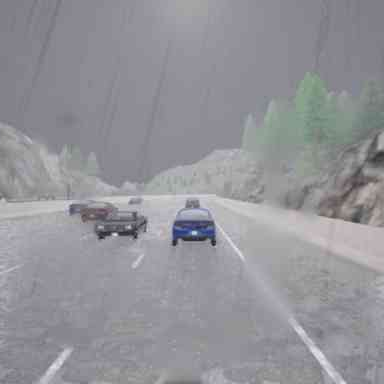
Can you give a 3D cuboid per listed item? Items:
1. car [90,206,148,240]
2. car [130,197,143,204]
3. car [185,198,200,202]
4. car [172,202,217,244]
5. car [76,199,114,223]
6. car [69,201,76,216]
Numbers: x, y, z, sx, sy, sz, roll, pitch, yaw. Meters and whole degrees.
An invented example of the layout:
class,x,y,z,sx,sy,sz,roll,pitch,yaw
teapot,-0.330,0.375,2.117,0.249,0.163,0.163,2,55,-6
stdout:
class,x,y,z,sx,sy,sz,roll,pitch,yaw
car,-3.412,1.601,16.949,1.895,1.301,4.718,0,0,0
car,-10.428,1.562,62.435,1.994,1.385,4.181,0,0,0
car,0.073,1.506,43.541,1.837,1.490,4.892,0,0,0
car,0.090,1.478,15.742,1.882,1.535,5.008,0,0,0
car,-6.916,1.477,25.487,1.882,1.535,5.008,0,0,0
car,-10.421,1.476,32.723,1.882,1.535,5.008,0,0,0
